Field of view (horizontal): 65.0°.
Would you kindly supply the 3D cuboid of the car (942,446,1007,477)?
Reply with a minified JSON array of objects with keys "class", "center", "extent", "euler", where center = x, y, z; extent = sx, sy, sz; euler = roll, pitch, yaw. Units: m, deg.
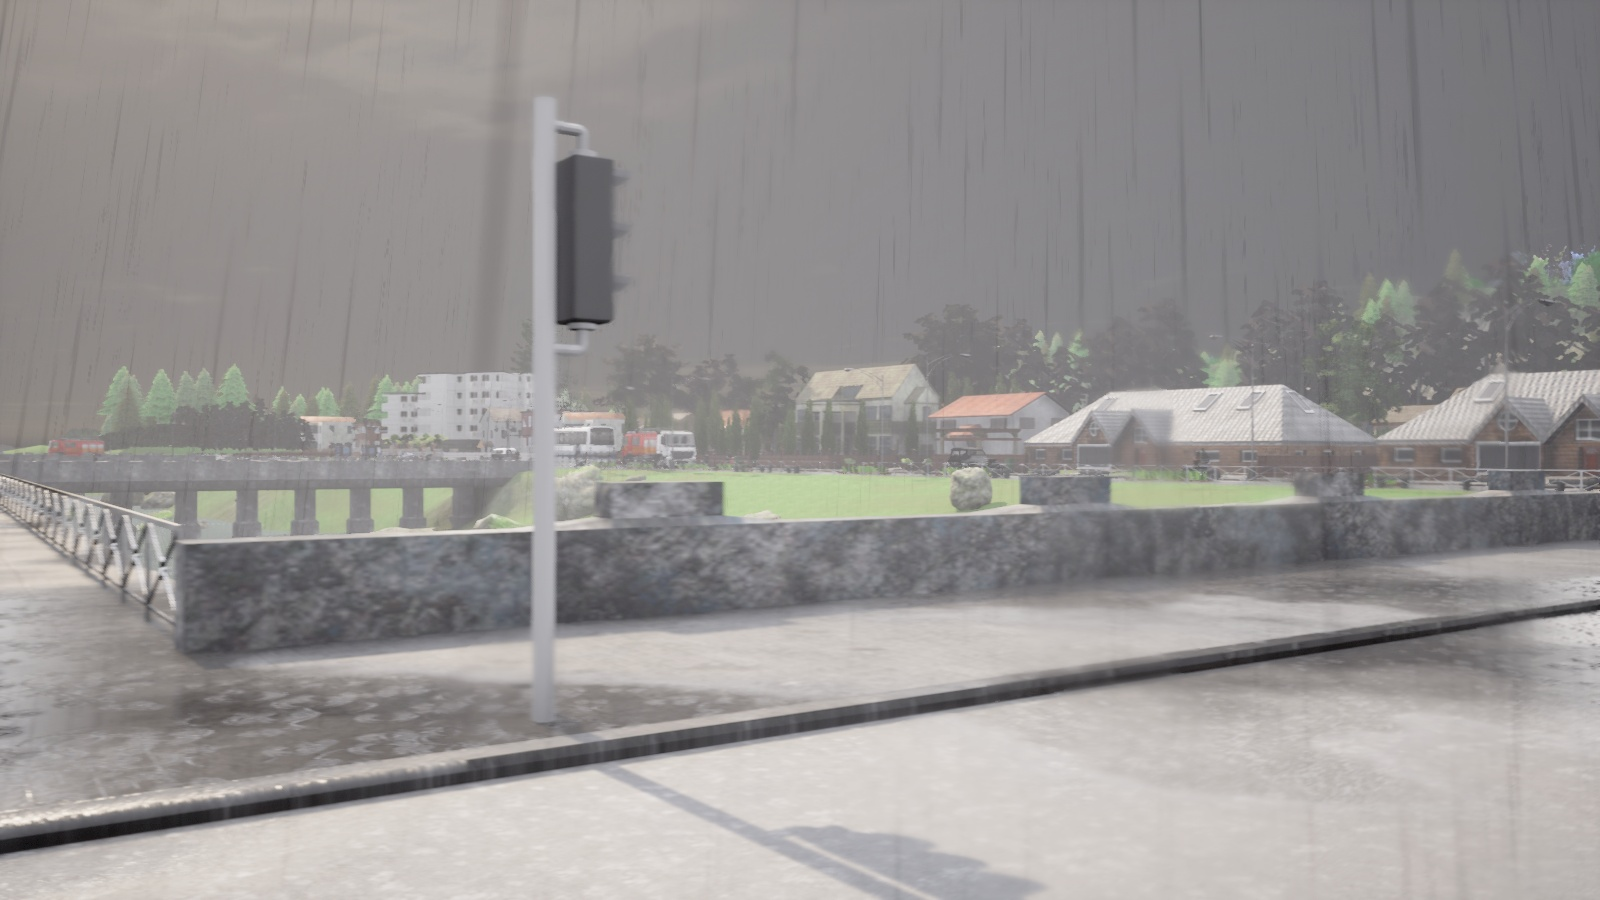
[{"class":"car","center":[10.840,0.709,78.081],"extent":[1.905,1.878,3.866],"euler":[0,0,-35]}]

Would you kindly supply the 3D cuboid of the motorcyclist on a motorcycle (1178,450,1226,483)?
[{"class":"motorcyclist on a motorcycle","center":[20.544,0.809,64.143],"extent":[0.766,1.649,2.350],"euler":[0,0,-35]}]
